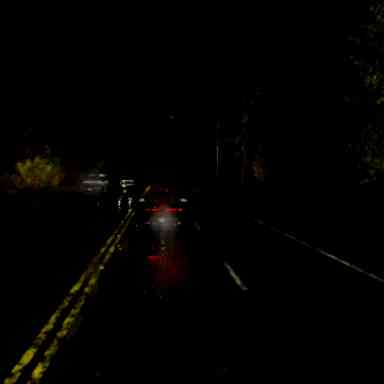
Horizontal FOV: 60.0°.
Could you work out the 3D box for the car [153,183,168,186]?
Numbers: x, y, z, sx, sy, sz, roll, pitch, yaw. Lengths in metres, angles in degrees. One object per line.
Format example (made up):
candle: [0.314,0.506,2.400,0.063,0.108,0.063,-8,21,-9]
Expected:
car: [-3.177,-0.242,33.678,1.895,1.301,4.718,1,3,-6]

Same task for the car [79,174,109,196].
car: [-9.970,-0.774,34.331,2.150,2.045,5.566,1,3,-6]

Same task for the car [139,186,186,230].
car: [-1.313,0.726,15.096,1.837,1.490,4.892,1,3,-6]

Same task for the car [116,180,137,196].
car: [-6.737,-0.466,34.640,2.128,1.511,4.902,1,3,-6]
